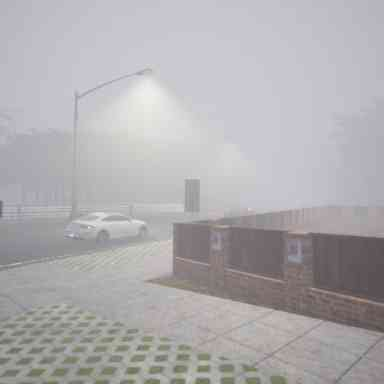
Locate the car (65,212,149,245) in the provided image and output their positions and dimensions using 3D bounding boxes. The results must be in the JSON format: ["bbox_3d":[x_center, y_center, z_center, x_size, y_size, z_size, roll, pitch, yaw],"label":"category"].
[{"bbox_3d":[-4.199,1.756,17.023,1.812,1.442,4.674,1,-1,32],"label":"car"}]

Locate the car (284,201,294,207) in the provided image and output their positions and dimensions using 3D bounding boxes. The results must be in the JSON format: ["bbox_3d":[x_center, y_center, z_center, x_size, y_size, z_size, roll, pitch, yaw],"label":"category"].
[{"bbox_3d":[23.628,2.840,81.245,2.128,1.511,4.902,1,-1,24],"label":"car"}]

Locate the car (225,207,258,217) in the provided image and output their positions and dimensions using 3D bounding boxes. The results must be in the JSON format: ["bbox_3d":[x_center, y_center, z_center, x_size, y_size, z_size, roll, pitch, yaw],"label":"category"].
[{"bbox_3d":[4.942,2.102,32.498,1.895,1.301,4.718,1,-1,29],"label":"car"}]

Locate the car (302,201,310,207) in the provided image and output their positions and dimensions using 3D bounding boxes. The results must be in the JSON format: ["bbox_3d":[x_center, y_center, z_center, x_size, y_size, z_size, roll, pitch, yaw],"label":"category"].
[{"bbox_3d":[27.132,2.844,79.513,2.033,1.411,5.357,1,-1,21],"label":"car"}]
